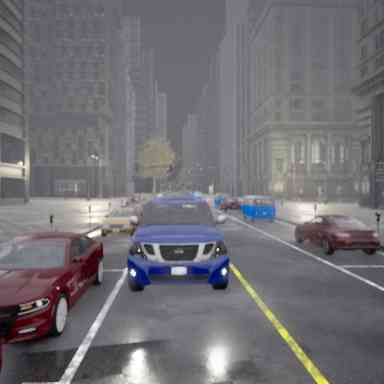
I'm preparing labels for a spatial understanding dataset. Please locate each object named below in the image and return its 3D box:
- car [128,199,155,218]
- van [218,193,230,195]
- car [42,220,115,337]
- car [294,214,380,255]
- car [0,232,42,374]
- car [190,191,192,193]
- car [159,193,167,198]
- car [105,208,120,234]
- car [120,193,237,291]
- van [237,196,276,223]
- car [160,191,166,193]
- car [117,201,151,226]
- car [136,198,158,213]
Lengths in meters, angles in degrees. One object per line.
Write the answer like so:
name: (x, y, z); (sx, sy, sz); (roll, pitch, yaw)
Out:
car: (-4.235, 1.354, 28.592); (1.887, 1.381, 4.507); (0, 0, -3)
van: (3.650, 1.061, 40.110); (1.690, 1.788, 3.998); (0, 0, -3)
car: (-2.919, 1.503, 6.530); (1.887, 1.381, 4.507); (0, 0, -3)
car: (5.284, 1.486, 12.536); (1.802, 1.307, 4.206); (0, 0, -3)
car: (-2.590, 1.311, 1.013); (2.192, 1.841, 5.009); (0, 0, -3)
car: (1.060, 1.022, 83.431); (1.947, 1.339, 4.313); (0, 0, -3)
car: (-8.064, 0.965, 93.254); (2.008, 1.369, 4.403); (0, 0, -3)
car: (-3.567, 1.411, 17.391); (1.752, 1.417, 4.829); (0, 0, -3)
car: (-0.400, 1.158, 9.203); (2.150, 2.045, 5.566); (0, 0, -3)
van: (4.631, 1.171, 23.565); (1.690, 1.788, 3.998); (0, 0, -3)
car: (-6.804, 1.062, 71.963); (1.752, 1.417, 4.829); (0, 0, -3)
car: (-3.906, 1.391, 23.076); (1.887, 1.381, 4.507); (0, 0, -3)
car: (-4.564, 1.318, 34.107); (1.887, 1.381, 4.507); (0, 0, -3)
